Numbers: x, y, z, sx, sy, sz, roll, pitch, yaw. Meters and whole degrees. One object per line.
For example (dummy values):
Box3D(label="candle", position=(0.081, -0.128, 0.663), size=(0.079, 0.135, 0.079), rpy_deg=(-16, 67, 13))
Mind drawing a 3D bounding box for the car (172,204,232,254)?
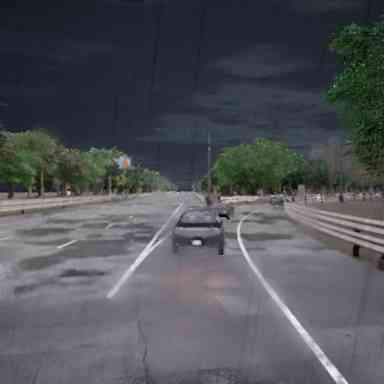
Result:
Box3D(label="car", position=(0.352, 1.435, 13.315), size=(2.128, 1.511, 4.902), rpy_deg=(0, 0, 5))

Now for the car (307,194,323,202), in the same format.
Box3D(label="car", position=(24.435, 1.148, 66.603), size=(1.882, 1.535, 5.008), rpy_deg=(0, 0, 45))

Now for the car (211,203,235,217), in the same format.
Box3D(label="car", position=(2.320, 1.491, 26.412), size=(1.895, 1.301, 4.718), rpy_deg=(0, 0, 13))

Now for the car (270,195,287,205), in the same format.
Box3D(label="car", position=(14.061, 1.248, 53.604), size=(2.128, 1.511, 4.902), rpy_deg=(0, 0, 34))
